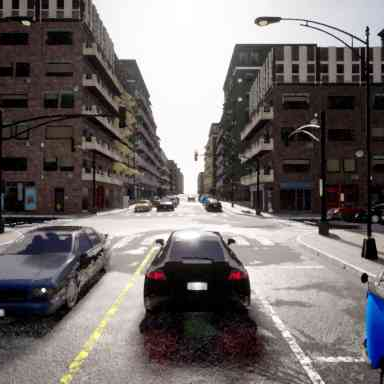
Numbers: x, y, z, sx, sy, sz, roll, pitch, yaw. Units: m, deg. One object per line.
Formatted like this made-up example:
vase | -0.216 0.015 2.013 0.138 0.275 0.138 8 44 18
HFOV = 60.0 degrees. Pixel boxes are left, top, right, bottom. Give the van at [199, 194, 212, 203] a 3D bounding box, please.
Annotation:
van | 2.611 1.364 56.913 1.690 1.788 3.998 1 0 0

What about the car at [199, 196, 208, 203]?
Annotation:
car | 2.578 1.614 73.841 1.802 1.307 4.206 1 0 0

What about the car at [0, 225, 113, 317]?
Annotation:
car | -3.231 1.550 7.981 2.033 1.411 5.357 0 0 -2

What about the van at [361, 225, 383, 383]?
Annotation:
van | 2.671 1.342 2.039 1.690 1.788 3.998 1 0 0

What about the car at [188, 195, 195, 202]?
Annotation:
car | -0.135 1.562 80.516 2.128 1.511 4.902 0 0 0

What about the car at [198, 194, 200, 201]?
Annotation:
car | 2.589 1.555 68.369 1.752 1.417 4.829 1 0 0

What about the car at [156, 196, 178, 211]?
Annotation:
car | -3.168 1.579 40.966 1.994 1.385 4.181 0 0 0

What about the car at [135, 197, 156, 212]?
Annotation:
car | -5.743 1.541 39.801 1.752 1.417 4.829 1 0 0

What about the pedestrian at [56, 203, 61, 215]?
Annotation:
pedestrian | -12.592 1.598 31.395 0.500 1.100 0.500 0 -1 1

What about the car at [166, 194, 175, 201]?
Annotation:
car | -5.828 1.483 90.756 1.967 1.590 4.097 1 0 0

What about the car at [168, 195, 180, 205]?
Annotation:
car | -3.180 1.497 49.683 1.882 1.535 5.008 0 0 0

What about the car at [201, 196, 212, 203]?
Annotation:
car | 2.626 1.568 45.628 2.008 1.369 4.403 1 0 0

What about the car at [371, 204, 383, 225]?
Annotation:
car | 13.505 1.583 19.808 4.313 1.339 1.947 0 -1 1

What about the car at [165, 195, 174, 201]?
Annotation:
car | -5.820 1.590 85.112 2.008 1.369 4.403 1 0 0

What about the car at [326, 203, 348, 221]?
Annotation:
car | 13.595 1.609 28.189 4.097 1.590 1.967 0 -1 1

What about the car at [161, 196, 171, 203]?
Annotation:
car | -5.801 1.577 73.827 1.887 1.381 4.507 1 0 0

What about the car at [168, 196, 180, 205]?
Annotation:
car | -3.170 1.502 60.059 1.882 1.535 5.008 0 0 0

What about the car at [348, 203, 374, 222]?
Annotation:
car | 15.066 1.635 25.581 4.892 1.490 1.837 0 -1 0

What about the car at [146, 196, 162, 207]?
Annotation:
car | -5.761 1.460 51.257 1.967 1.590 4.097 1 0 0

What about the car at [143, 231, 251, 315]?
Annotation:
car | 0.088 1.566 7.642 1.994 1.385 4.181 0 0 0

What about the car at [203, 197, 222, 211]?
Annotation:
car | 2.636 1.581 39.986 1.947 1.339 4.313 1 0 0

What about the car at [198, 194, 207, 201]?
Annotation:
car | 2.564 1.354 85.126 2.192 1.841 5.009 1 0 0
